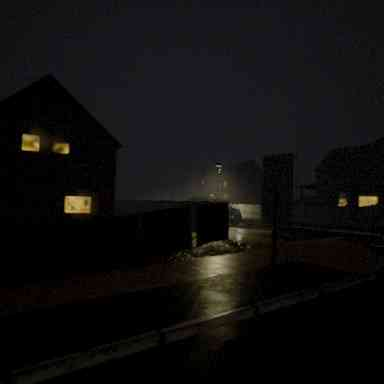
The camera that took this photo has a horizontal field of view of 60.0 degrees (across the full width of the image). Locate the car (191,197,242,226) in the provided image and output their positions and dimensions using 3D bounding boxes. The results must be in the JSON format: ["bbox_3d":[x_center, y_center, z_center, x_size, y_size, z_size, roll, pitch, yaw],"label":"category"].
[{"bbox_3d":[1.595,1.447,25.599,2.150,2.045,5.566,3,-2,-27],"label":"car"}]
